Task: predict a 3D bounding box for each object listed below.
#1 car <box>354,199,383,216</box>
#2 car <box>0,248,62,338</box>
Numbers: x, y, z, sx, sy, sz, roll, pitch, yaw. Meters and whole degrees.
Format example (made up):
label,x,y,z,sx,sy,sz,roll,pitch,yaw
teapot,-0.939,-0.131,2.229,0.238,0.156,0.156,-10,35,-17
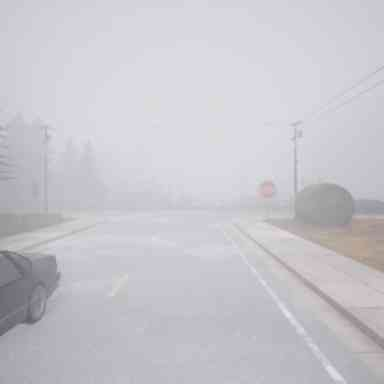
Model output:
label,x,y,z,sx,sy,sz,roll,pitch,yaw
car,16.383,1.389,30.100,4.892,1.490,1.837,0,0,2
car,-3.546,1.535,4.401,2.033,1.411,5.357,0,0,1
